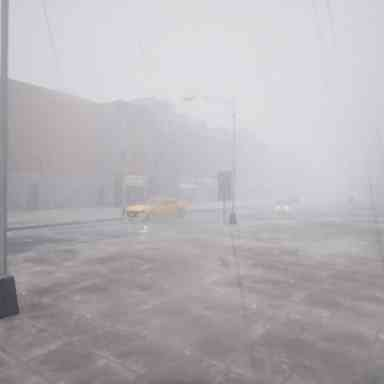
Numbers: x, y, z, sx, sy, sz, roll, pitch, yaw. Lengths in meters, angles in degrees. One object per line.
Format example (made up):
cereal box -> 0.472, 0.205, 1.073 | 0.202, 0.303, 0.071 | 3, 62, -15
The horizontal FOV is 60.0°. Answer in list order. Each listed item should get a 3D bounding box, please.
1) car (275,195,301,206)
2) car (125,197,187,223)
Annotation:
car -> 12.757, 1.072, 43.866 | 2.033, 1.411, 5.357 | 1, 1, 36
car -> -2.323, 1.122, 22.571 | 1.882, 1.535, 5.008 | 1, 1, 35
